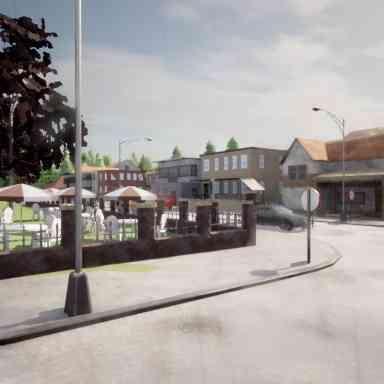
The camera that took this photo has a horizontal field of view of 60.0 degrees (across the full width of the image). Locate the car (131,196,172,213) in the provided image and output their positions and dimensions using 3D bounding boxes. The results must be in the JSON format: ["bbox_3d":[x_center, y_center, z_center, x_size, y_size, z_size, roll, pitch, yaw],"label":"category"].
[{"bbox_3d":[-4.422,1.477,33.772,1.882,1.535,5.008,0,0,-35],"label":"car"}]

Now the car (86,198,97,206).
[{"bbox_3d":[-15.981,1.548,50.151,2.033,1.411,5.357,0,0,-35],"label":"car"}]

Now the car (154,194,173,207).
[{"bbox_3d":[-4.428,1.221,41.004,2.150,2.045,5.566,0,0,-35],"label":"car"}]

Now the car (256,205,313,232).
[{"bbox_3d":[5.098,1.526,20.432,1.812,1.442,4.674,0,0,-36],"label":"car"}]

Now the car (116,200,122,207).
[{"bbox_3d":[-10.442,1.564,49.451,1.994,1.385,4.181,0,0,-35],"label":"car"}]
